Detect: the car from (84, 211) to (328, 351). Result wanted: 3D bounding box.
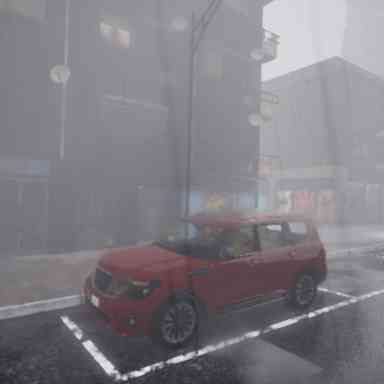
[{"bbox_3d":[0.593,1.354,6.487,5.009,1.841,2.192,1,1,-35],"label":"car"}]
